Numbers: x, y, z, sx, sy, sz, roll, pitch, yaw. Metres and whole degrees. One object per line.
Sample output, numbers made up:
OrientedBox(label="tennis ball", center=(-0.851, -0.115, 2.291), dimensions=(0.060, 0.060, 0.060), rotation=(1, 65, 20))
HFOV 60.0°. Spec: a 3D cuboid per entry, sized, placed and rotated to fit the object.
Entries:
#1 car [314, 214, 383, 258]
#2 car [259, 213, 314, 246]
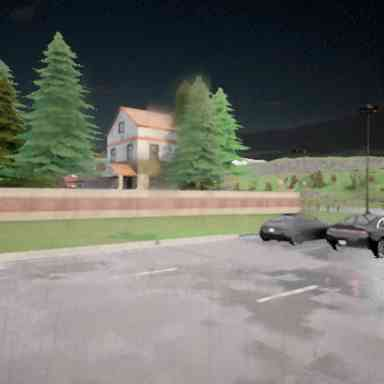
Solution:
OrientedBox(label="car", center=(7.442, 1.645, 13.461), dimensions=(4.902, 1.511, 2.128), rotation=(1, 0, -35))
OrientedBox(label="car", center=(5.239, 1.714, 16.189), dimensions=(4.181, 1.385, 1.994), rotation=(1, 0, -35))
